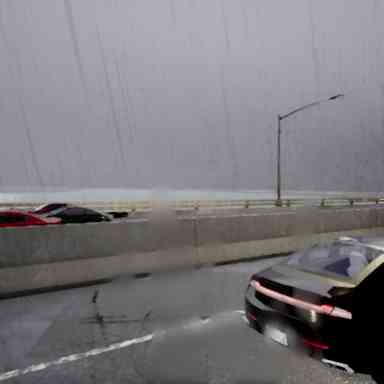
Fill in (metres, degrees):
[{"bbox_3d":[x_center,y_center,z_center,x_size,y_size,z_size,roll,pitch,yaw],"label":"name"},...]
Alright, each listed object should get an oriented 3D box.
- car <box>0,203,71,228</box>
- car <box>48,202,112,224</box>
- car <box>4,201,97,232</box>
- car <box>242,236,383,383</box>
[{"bbox_3d":[-7.062,1.329,11.365,5.008,1.535,1.882,0,1,-34],"label":"car"},{"bbox_3d":[-6.023,1.383,16.270,4.181,1.385,1.994,0,1,-34],"label":"car"},{"bbox_3d":[-8.059,1.307,19.135,4.674,1.442,1.812,0,1,-34],"label":"car"},{"bbox_3d":[3.016,1.466,5.232,4.902,1.511,2.128,0,1,-34],"label":"car"}]
